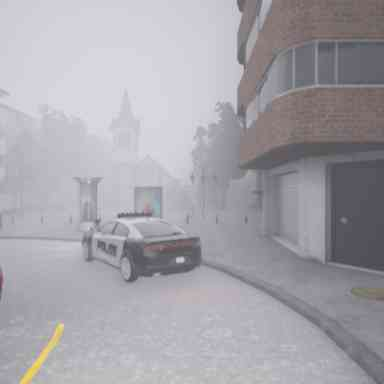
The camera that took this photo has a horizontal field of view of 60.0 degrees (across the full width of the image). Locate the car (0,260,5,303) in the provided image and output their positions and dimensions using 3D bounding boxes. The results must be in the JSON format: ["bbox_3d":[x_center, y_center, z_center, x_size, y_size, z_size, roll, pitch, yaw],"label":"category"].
[{"bbox_3d":[-5.654,1.221,6.782,2.150,2.045,5.566,2,-2,-44],"label":"car"}]

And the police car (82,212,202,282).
[{"bbox_3d":[-1.806,1.425,10.062,1.930,1.638,5.238,0,0,-36],"label":"police car"}]
